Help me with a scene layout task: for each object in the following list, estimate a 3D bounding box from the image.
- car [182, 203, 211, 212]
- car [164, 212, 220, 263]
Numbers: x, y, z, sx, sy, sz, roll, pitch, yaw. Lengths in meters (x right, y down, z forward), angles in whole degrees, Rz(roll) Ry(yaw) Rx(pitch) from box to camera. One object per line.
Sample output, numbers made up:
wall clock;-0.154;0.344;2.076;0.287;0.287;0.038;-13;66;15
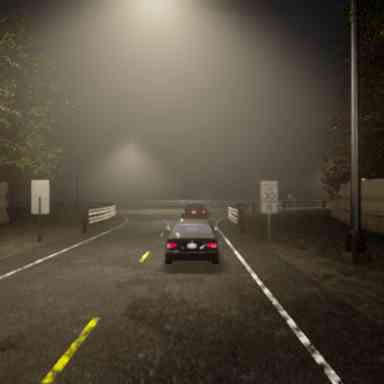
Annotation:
car;0.437;1.670;28.244;2.097;1.767;4.553;0;-1;8
car;0.013;1.690;12.510;2.033;1.411;5.357;0;-1;0
